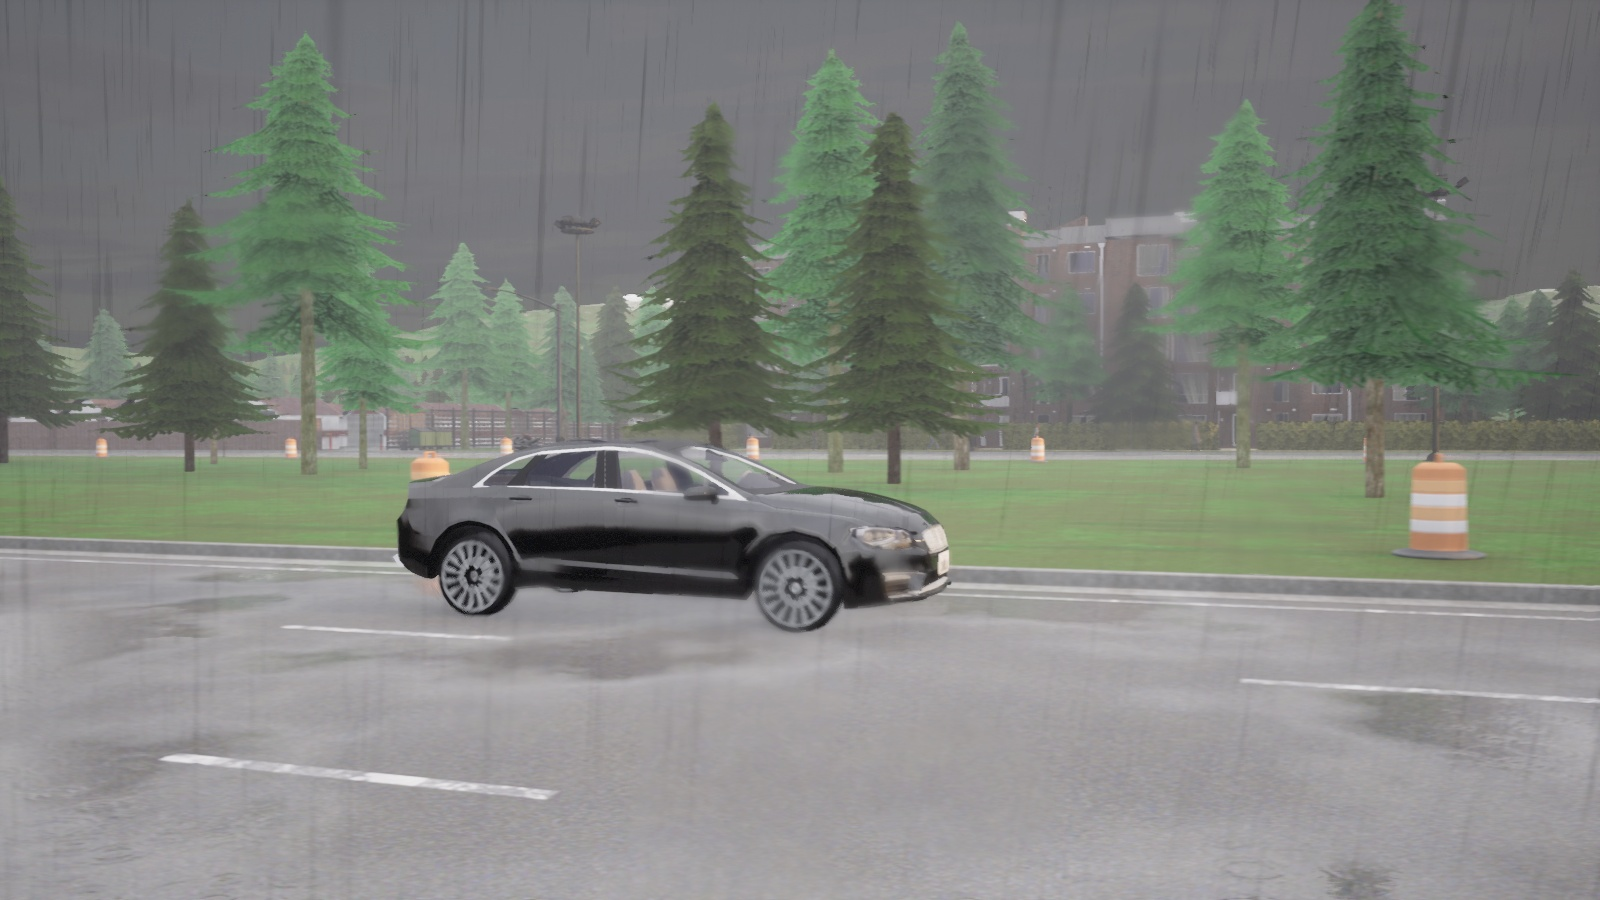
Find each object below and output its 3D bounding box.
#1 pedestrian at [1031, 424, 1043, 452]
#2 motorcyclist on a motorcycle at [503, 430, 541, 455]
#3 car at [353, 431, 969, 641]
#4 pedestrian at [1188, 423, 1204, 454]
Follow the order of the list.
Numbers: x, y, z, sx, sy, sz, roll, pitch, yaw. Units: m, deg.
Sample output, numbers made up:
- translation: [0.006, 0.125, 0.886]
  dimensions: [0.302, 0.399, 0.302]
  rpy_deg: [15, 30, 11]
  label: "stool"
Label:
- translation: [15.431, -0.798, 81.902]
  dimensions: [0.706, 1.836, 0.354]
  rpy_deg: [1, 1, 20]
  label: "pedestrian"
- translation: [-17.164, -0.446, 77.603]
  dimensions: [2.191, 1.530, 0.866]
  rpy_deg: [1, 1, 19]
  label: "motorcyclist on a motorcycle"
- translation: [-1.157, 0.603, 10.967]
  dimensions: [4.902, 1.511, 2.128]
  rpy_deg: [1, 1, 19]
  label: "car"
- translation: [24.863, -0.714, 78.866]
  dimensions: [0.873, 1.952, 0.659]
  rpy_deg: [1, 1, 20]
  label: "pedestrian"
